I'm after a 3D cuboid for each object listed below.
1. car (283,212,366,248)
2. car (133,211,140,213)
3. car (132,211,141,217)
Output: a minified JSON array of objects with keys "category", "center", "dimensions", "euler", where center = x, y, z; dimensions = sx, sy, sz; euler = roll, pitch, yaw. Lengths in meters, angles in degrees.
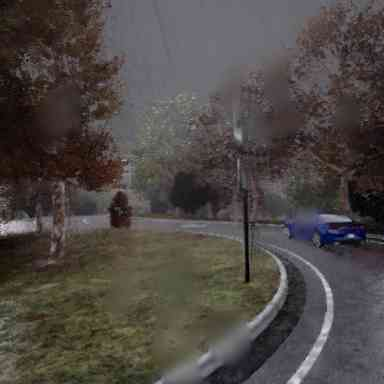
[{"category":"car","center":[6.097,1.680,16.004],"dimensions":[1.882,1.535,5.008],"euler":[-1,-1,-9]},{"category":"car","center":[-14.592,5.455,82.018],"dimensions":[1.994,1.385,4.181],"euler":[-1,-5,-4]},{"category":"car","center":[-15.310,6.262,92.450],"dimensions":[1.837,1.490,4.892],"euler":[-1,-5,-3]}]
